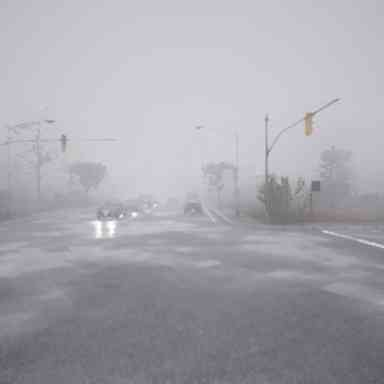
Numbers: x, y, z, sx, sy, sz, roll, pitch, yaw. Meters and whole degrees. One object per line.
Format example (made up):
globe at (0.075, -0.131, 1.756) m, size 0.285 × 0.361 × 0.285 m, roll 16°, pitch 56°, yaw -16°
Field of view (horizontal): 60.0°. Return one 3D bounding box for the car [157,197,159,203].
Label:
car at (-6.998, 1.357, 59.383) m, size 2.128 × 1.511 × 4.902 m, roll 0°, pitch 1°, yaw 0°

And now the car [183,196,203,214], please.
car at (0.105, 1.532, 35.848) m, size 1.837 × 1.490 × 4.892 m, roll 0°, pitch 0°, yaw 0°

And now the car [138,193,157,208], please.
car at (-6.992, 1.203, 49.239) m, size 2.150 × 2.045 × 5.566 m, roll 0°, pitch 0°, yaw 0°

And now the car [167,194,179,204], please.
car at (-3.506, 1.345, 61.044) m, size 1.837 × 1.490 × 4.892 m, roll 0°, pitch 1°, yaw 0°

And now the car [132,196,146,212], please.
car at (-7.034, 1.531, 39.167) m, size 1.837 × 1.490 × 4.892 m, roll 0°, pitch 0°, yaw 0°

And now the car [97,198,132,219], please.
car at (-7.081, 1.514, 29.772) m, size 2.128 × 1.511 × 4.902 m, roll 0°, pitch 0°, yaw 0°

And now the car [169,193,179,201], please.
car at (-3.886, 1.084, 71.170) m, size 1.812 × 1.442 × 4.674 m, roll 0°, pitch 1°, yaw -8°

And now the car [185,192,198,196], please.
car at (-0.014, 1.056, 61.557) m, size 2.150 × 2.045 × 5.566 m, roll 0°, pitch 1°, yaw -1°
